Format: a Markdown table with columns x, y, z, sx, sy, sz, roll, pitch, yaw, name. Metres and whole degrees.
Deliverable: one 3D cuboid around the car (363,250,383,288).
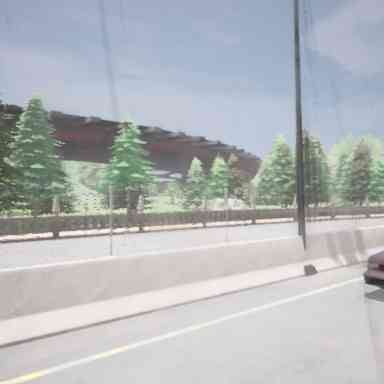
| x | y | z | sx | sy | sz | roll | pitch | yaw | name |
| --- | --- | --- | --- | --- | --- | --- | --- | --- | --- |
| 6.554 | 1.758 | 8.705 | 5.357 | 1.411 | 2.033 | 1 | -2 | -36 | car |
